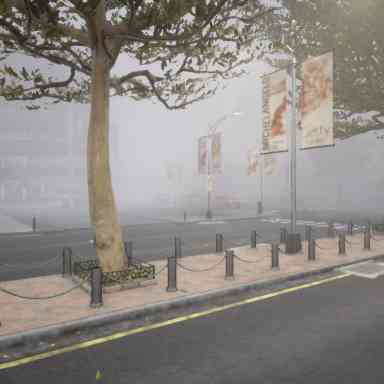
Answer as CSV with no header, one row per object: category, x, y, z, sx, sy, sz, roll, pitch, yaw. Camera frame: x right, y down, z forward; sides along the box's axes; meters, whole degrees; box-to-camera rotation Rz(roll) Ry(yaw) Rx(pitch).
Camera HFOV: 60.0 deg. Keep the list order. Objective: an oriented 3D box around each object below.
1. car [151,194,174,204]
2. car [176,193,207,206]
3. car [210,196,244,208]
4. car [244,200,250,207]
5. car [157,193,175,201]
car,-6.081,1.564,63.566,1.994,1.385,4.181,0,0,-42
car,-0.178,1.352,55.955,2.097,1.767,4.553,0,0,-36
car,4.916,1.352,48.874,2.097,1.767,4.553,0,0,-35
car,6.980,1.526,52.017,1.812,1.442,4.674,0,0,-36
car,-5.085,1.221,67.868,5.566,2.045,2.150,0,0,45
